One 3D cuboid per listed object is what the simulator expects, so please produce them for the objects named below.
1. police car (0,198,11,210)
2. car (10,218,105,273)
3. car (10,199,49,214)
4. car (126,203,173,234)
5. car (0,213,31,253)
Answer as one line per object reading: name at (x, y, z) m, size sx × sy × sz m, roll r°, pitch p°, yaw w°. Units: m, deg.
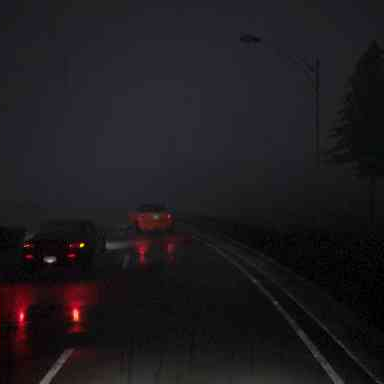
police car at (-25.891, 1.619, 45.846) m, size 5.238 × 1.638 × 1.930 m, roll 0°, pitch -1°, yaw 24°
car at (-3.969, 1.572, 10.861) m, size 1.812 × 1.442 × 4.674 m, roll 0°, pitch 0°, yaw -8°
car at (-17.396, 1.630, 36.074) m, size 5.008 × 1.535 × 1.882 m, roll 0°, pitch -2°, yaw 40°
car at (-2.712, 1.438, 20.283) m, size 2.097 × 1.767 × 4.553 m, roll 0°, pitch 0°, yaw -20°
car at (-7.503, 1.650, 11.586) m, size 1.895 × 1.301 × 4.718 m, roll 0°, pitch 0°, yaw -8°
